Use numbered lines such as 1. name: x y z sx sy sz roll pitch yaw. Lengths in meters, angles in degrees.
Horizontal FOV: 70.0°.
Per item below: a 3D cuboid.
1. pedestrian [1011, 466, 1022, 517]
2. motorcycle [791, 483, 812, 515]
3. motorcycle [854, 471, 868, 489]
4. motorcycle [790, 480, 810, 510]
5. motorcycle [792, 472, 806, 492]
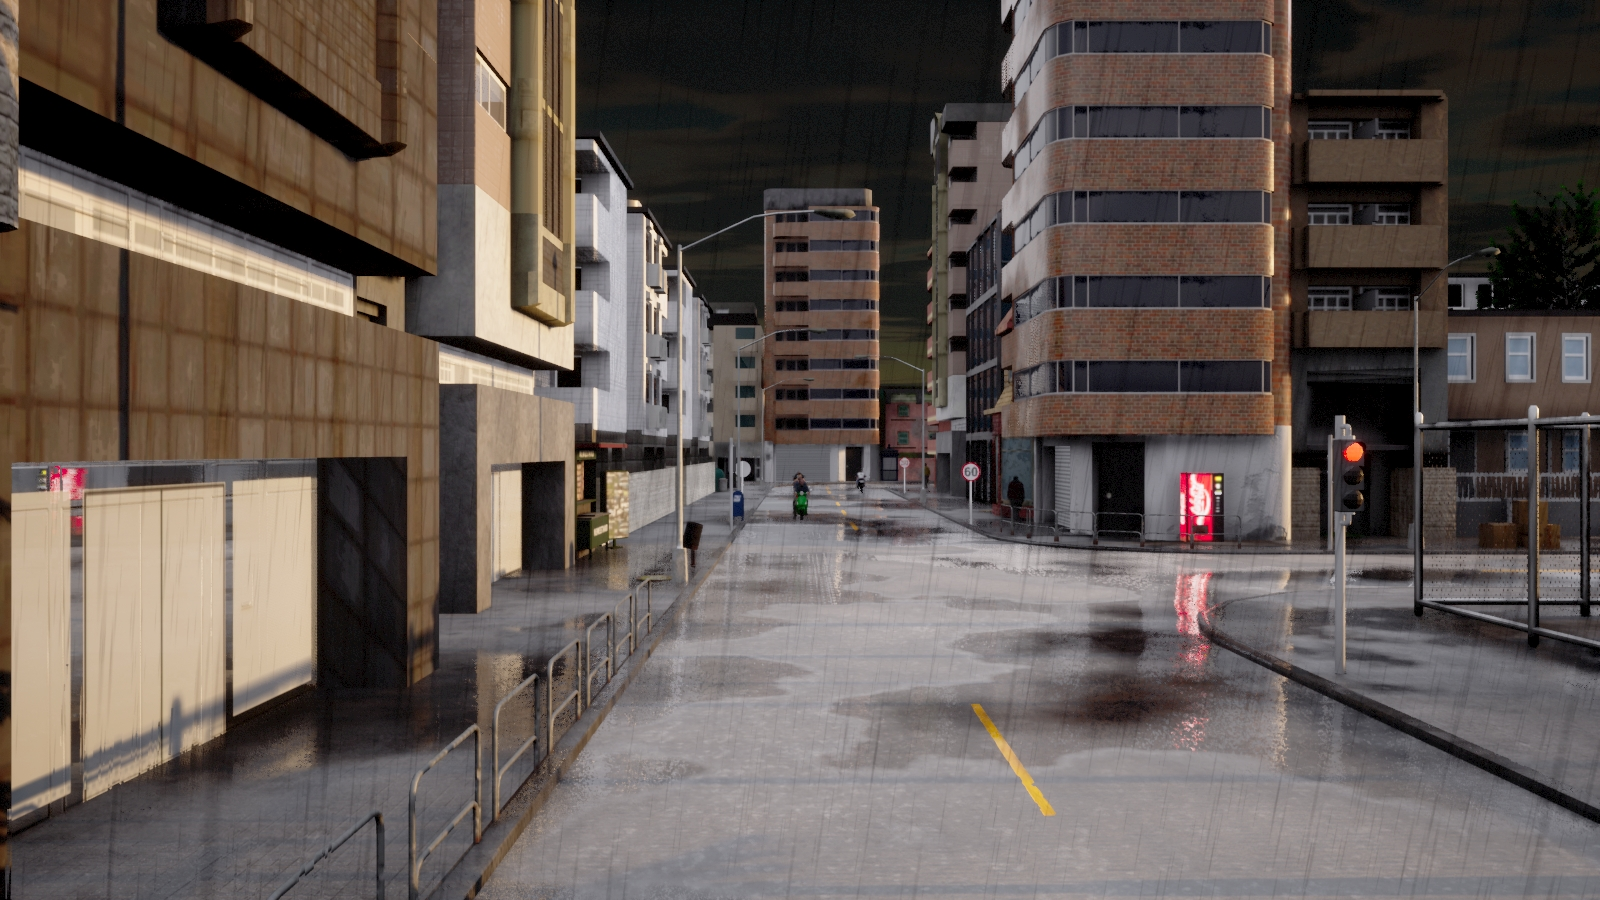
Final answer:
1. pedestrian: 7.932 1.523 41.875 0.375 1.860 0.375 0 0 4
2. motorcycle: 0.063 1.970 46.521 0.856 1.236 1.805 0 0 0
3. motorcycle: 4.044 2.006 75.679 0.803 1.145 2.033 0 0 0
4. motorcycle: 0.019 1.970 50.389 0.856 1.236 1.805 0 0 0
5. motorcycle: -0.069 1.997 71.618 0.867 1.251 2.209 0 0 -1
